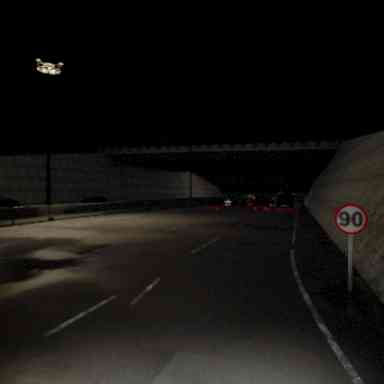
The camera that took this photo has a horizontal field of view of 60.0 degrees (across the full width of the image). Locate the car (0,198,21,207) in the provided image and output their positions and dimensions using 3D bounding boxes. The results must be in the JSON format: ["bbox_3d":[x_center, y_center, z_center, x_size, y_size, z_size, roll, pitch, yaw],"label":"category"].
[{"bbox_3d":[-22.754,1.374,38.993,2.033,1.411,5.357,0,0,18],"label":"car"}]

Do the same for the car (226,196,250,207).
[{"bbox_3d":[7.361,1.541,52.339,2.033,1.411,5.357,0,0,18],"label":"car"}]

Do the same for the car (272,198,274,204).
[{"bbox_3d":[13.880,1.589,61.188,1.994,1.385,4.181,0,0,18],"label":"car"}]

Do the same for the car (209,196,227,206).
[{"bbox_3d":[4.029,1.465,53.410,2.128,1.511,4.902,0,0,18],"label":"car"}]

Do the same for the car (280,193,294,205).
[{"bbox_3d":[17.224,1.264,60.146,2.150,2.045,5.566,0,0,18],"label":"car"}]

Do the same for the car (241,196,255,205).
[{"bbox_3d":[10.548,1.568,62.259,1.994,1.385,4.181,0,0,18],"label":"car"}]

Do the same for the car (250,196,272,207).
[{"bbox_3d":[10.803,1.367,51.605,2.097,1.767,4.553,0,0,18],"label":"car"}]

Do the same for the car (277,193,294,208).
[{"bbox_3d":[14.037,1.257,50.226,2.150,2.045,5.566,0,0,18],"label":"car"}]

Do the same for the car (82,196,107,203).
[{"bbox_3d":[-16.749,1.392,57.470,2.033,1.411,5.357,0,0,19],"label":"car"}]

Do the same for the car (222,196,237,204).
[{"bbox_3d":[7.216,1.487,63.330,1.837,1.490,4.892,0,0,18],"label":"car"}]
